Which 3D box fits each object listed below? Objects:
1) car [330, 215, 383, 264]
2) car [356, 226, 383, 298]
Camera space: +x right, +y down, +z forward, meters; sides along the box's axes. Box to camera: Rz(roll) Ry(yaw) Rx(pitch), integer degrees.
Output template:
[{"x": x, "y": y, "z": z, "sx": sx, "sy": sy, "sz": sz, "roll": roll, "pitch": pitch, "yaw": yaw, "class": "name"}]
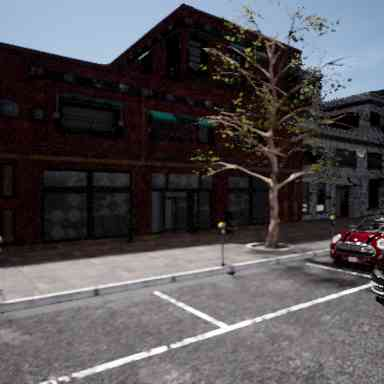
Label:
[{"x": 6.465, "y": 1.522, "z": 11.176, "sx": 4.097, "sy": 1.590, "sz": 1.967, "roll": 0, "pitch": -1, "yaw": -35, "class": "car"}, {"x": 6.032, "y": 1.564, "z": 7.666, "sx": 4.892, "sy": 1.490, "sz": 1.837, "roll": -2, "pitch": 1, "yaw": -35, "class": "car"}]
